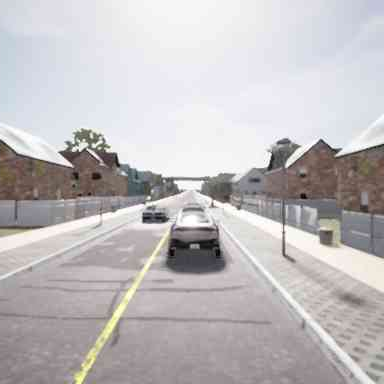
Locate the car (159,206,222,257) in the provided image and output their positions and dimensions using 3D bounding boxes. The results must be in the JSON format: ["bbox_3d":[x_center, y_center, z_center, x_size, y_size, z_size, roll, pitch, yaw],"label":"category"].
[{"bbox_3d":[0.094,1.516,12.961,2.128,1.511,4.902,0,0,0],"label":"car"}]

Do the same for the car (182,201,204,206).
[{"bbox_3d":[0.097,1.553,28.531,1.837,1.490,4.892,0,0,0],"label":"car"}]

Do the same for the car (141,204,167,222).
[{"bbox_3d":[-2.848,1.647,26.619,1.895,1.301,4.718,0,0,0],"label":"car"}]
